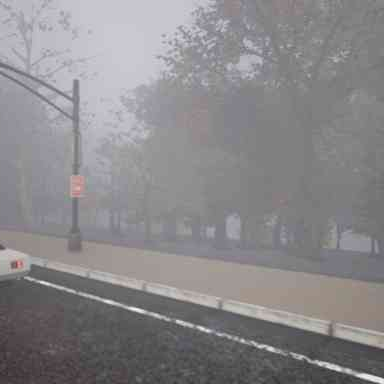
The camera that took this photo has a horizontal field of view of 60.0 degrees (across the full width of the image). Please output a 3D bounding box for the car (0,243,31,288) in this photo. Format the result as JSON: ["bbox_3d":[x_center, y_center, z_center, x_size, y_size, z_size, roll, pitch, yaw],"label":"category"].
[{"bbox_3d":[-5.944,1.578,7.926,4.718,1.301,1.895,0,0,36],"label":"car"}]
